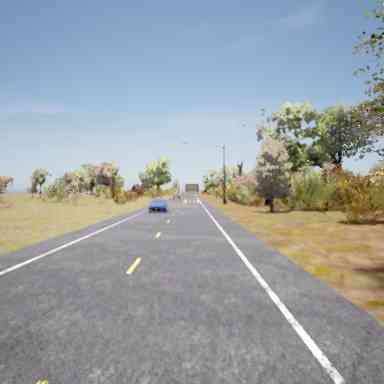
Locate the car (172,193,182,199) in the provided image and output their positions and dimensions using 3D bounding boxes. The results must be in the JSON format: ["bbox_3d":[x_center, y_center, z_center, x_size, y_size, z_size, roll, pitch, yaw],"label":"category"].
[{"bbox_3d":[-3.514,1.108,77.404,1.837,1.490,4.892,0,0,0],"label":"car"}]

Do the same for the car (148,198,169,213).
[{"bbox_3d":[-3.600,1.416,35.928,1.882,1.535,5.008,0,0,0],"label":"car"}]

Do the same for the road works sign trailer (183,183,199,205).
[{"bbox_3d":[-0.010,0.352,55.989,2.380,3.560,2.880,0,0,0],"label":"road works sign trailer"}]
